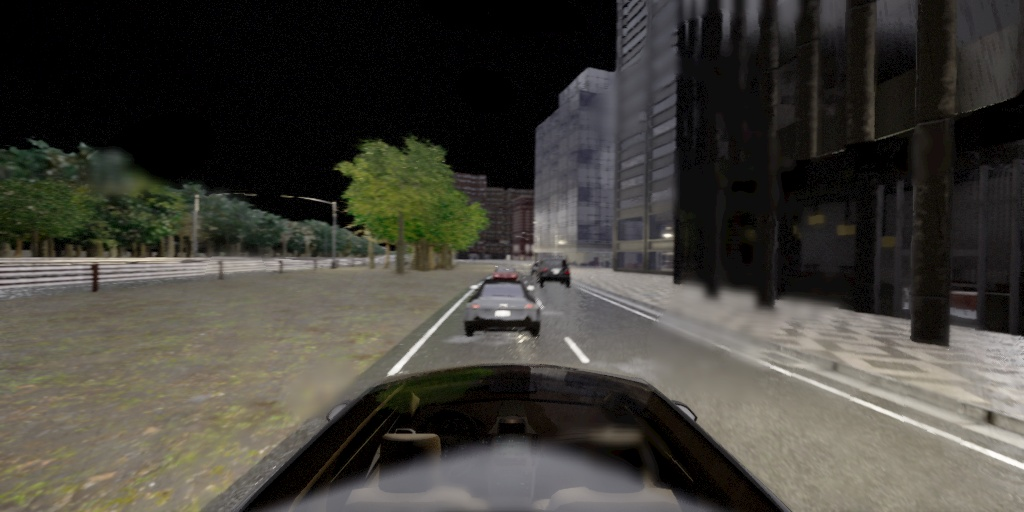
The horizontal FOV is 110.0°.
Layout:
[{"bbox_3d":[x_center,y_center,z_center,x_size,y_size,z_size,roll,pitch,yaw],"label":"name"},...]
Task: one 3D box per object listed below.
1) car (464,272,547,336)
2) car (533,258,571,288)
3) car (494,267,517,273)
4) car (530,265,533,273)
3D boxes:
[{"bbox_3d":[-0.285,1.359,10.600,1.994,1.385,4.181,1,0,-2],"label":"car"},{"bbox_3d":[2.958,1.162,26.381,2.150,2.045,5.566,1,0,1],"label":"car"},{"bbox_3d":[-0.495,1.494,28.489,1.895,1.301,4.718,1,0,0],"label":"car"},{"bbox_3d":[3.251,1.556,44.289,1.837,1.490,4.892,1,0,2],"label":"car"}]
